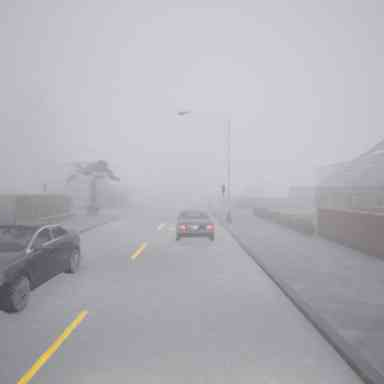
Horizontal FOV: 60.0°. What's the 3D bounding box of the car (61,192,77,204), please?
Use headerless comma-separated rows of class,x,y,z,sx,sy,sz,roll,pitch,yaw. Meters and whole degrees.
car,-19.810,0.960,51.520,1.905,1.878,3.866,0,0,35

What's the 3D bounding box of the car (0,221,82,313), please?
car,-4.091,1.488,7.708,2.128,1.511,4.902,0,0,0

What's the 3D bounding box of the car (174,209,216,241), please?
car,0.097,1.539,16.625,2.033,1.411,5.357,0,0,-2
